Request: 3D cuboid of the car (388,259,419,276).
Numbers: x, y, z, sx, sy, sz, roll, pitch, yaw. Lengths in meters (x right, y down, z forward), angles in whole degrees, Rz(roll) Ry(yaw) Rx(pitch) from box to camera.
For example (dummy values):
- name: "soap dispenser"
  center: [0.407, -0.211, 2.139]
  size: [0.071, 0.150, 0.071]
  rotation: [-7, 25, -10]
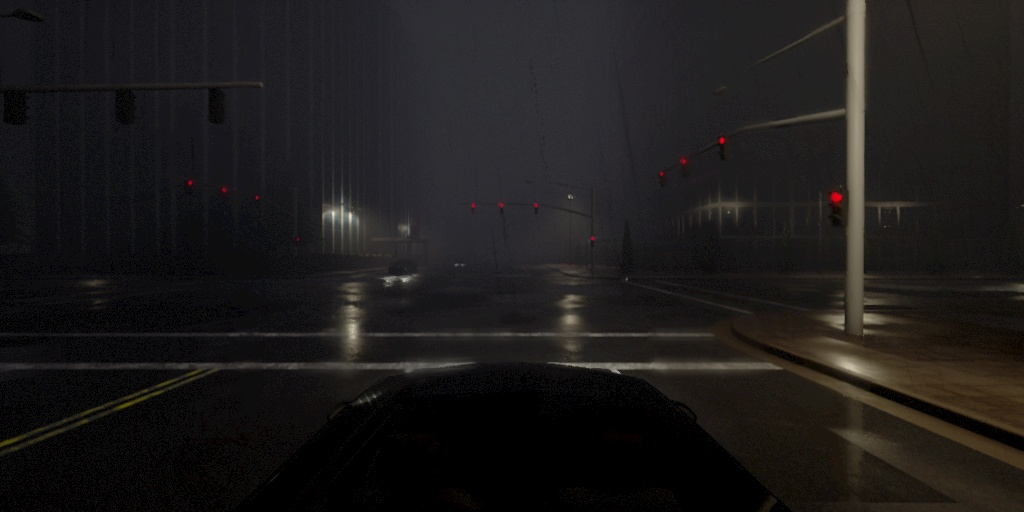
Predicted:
- name: "car"
  center: [-10.507, 1.107, 34.940]
  size: [1.882, 1.535, 5.008]
  rotation: [0, 1, 0]
